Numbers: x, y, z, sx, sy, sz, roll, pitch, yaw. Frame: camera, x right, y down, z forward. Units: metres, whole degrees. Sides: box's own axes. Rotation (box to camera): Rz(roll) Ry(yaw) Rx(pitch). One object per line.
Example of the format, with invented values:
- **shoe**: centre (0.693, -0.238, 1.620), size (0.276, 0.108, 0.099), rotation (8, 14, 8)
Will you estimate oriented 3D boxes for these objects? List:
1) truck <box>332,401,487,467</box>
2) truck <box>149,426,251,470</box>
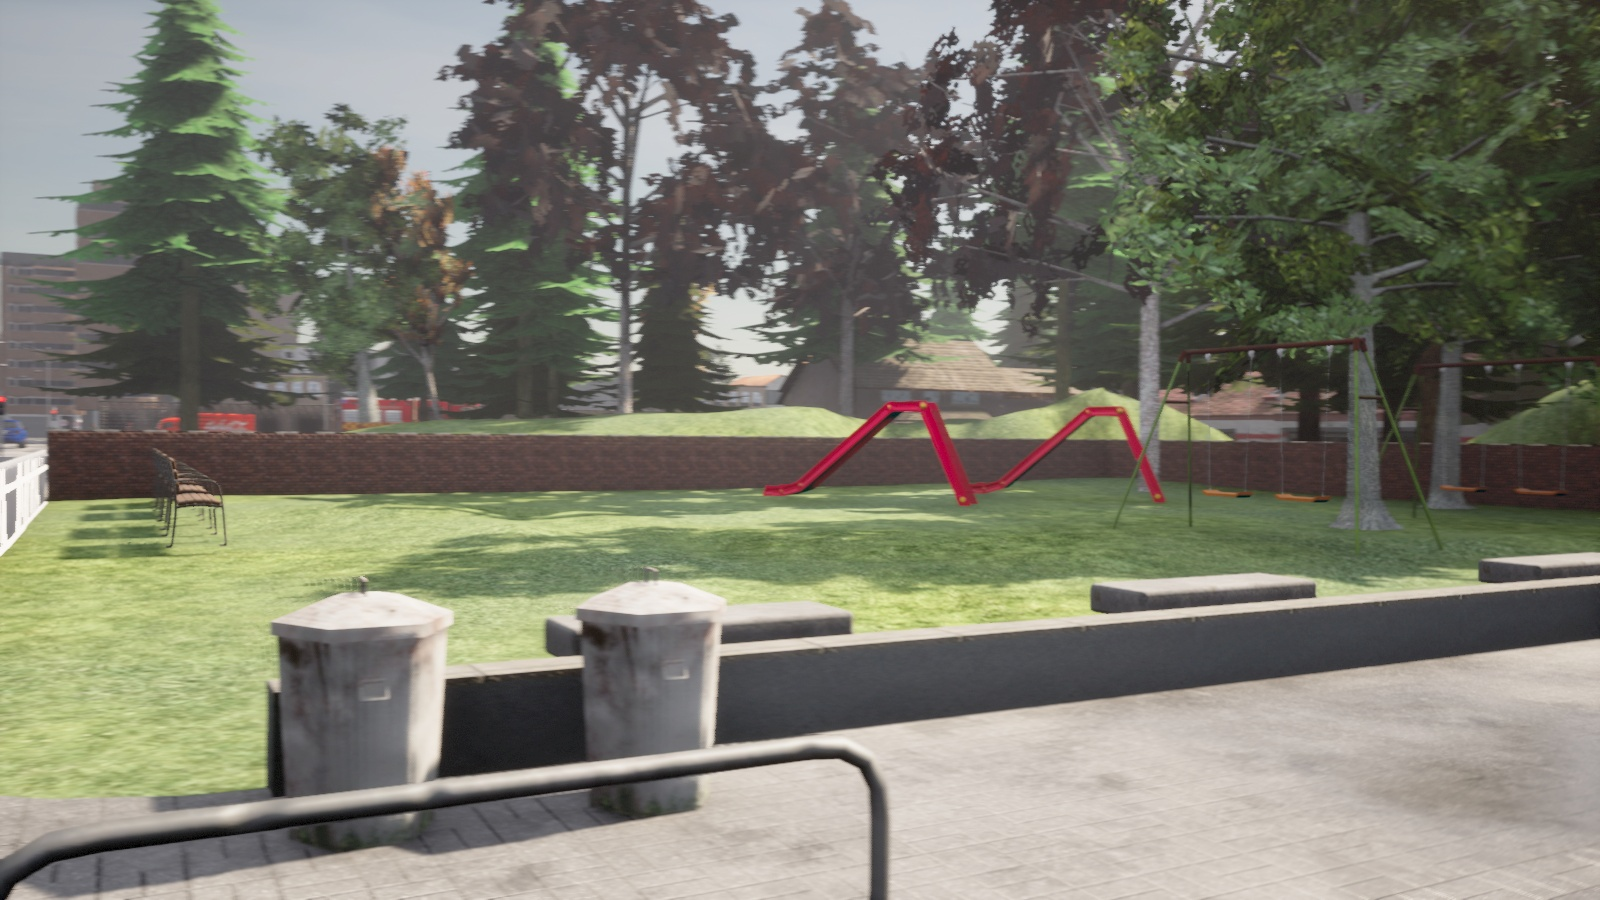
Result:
- **truck**: centre (-23.418, -0.998, 75.444), size (8.468, 3.827, 2.891), rotation (-1, 1, -28)
- **truck**: centre (-35.160, -0.160, 73.621), size (5.204, 2.467, 2.627), rotation (-1, 1, -29)
